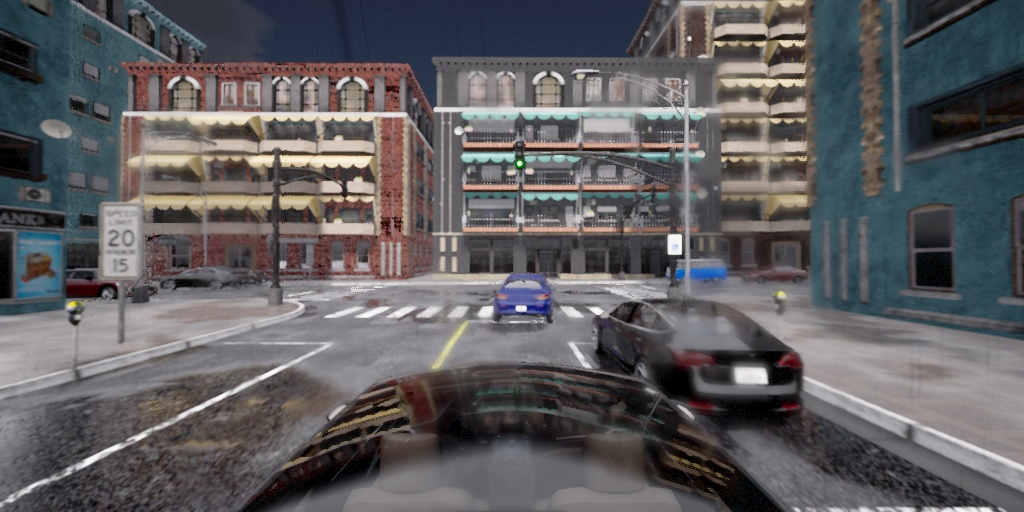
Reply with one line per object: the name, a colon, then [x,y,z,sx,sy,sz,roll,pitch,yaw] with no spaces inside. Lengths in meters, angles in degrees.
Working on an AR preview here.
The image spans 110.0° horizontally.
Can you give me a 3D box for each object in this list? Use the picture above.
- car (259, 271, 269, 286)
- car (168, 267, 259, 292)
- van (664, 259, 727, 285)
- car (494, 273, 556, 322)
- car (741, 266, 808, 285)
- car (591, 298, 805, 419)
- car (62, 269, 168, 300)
car: [-19.747,1.540,25.407,4.403,1.370,2.007,0,0,0]
car: [-19.487,1.443,22.814,4.902,1.511,2.128,0,-1,0]
van: [13.037,1.120,25.524,3.998,1.789,1.690,0,0,0]
car: [0.525,1.311,12.361,1.812,1.442,4.674,0,0,7]
car: [18.678,1.326,25.566,4.207,1.307,1.802,0,0,0]
car: [2.558,1.330,5.930,1.948,1.339,4.313,0,0,0]
car: [-19.686,1.314,17.269,4.097,1.591,1.967,0,0,0]
